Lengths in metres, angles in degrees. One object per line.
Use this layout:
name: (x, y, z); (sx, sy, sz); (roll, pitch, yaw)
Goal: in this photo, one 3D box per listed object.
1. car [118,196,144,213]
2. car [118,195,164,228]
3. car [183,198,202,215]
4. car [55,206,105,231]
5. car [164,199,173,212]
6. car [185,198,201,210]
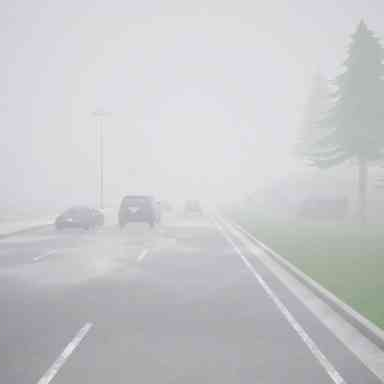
car: (-6.898, 1.352, 38.085); (2.097, 1.767, 4.553); (0, 0, 0)
car: (-3.400, 1.221, 22.267); (2.150, 2.045, 5.566); (0, 0, 0)
car: (0.095, 1.547, 34.421); (2.033, 1.411, 5.357); (0, 0, 0)
car: (-6.900, 1.564, 20.862); (1.994, 1.385, 4.181); (0, 0, 0)
car: (-3.396, 1.564, 39.713); (1.994, 1.385, 4.181); (0, 0, 0)
car: (0.138, 1.547, 44.496); (2.033, 1.411, 5.357); (0, 0, 1)
